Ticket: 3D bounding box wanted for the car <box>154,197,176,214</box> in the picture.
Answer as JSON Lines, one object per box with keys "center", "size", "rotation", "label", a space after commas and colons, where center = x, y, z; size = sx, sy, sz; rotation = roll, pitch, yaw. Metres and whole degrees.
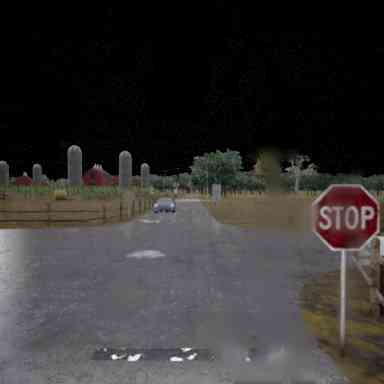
{"center": [-2.762, 1.313, 34.759], "size": [2.097, 1.767, 4.553], "rotation": [0, 0, 0], "label": "car"}
